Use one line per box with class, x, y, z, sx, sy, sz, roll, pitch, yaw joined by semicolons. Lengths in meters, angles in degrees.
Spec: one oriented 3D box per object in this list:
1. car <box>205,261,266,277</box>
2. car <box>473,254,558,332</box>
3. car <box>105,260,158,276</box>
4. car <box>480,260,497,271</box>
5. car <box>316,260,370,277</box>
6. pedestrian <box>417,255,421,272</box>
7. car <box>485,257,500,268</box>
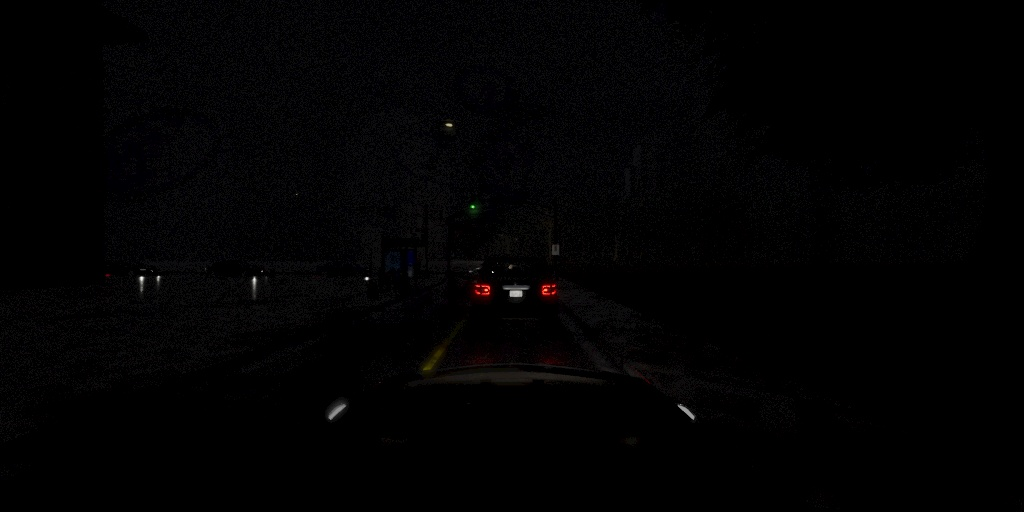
car;-25.346;1.175;32.938;4.892;1.490;1.837;0;1;1
car;0.098;0.968;10.993;2.150;2.045;5.566;0;0;0
car;-35.719;1.145;33.214;4.892;1.490;1.837;0;1;2
car;-3.087;1.249;48.203;2.033;1.411;5.357;0;0;0
car;-15.160;1.176;32.680;5.008;1.535;1.882;0;0;0
pedestrian;-10.075;0.800;38.781;0.375;1.860;0.375;0;0;1
car;-3.074;1.037;58.071;2.097;1.767;4.553;0;0;0
